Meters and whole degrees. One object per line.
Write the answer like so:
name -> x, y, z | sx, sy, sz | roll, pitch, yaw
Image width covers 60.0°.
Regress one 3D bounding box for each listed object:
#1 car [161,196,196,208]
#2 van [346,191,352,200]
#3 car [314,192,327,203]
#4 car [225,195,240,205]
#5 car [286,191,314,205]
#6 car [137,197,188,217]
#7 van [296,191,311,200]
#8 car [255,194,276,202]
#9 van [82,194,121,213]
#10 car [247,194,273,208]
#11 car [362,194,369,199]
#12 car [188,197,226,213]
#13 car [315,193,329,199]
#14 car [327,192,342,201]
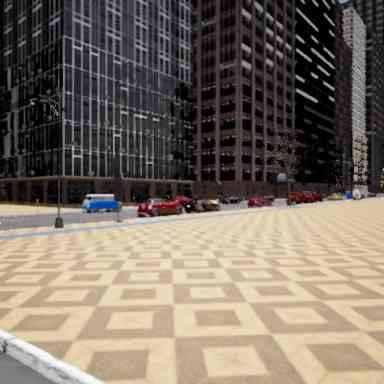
car -> -1.652, 1.253, 42.485 | 1.887, 1.381, 4.507 | 1, 1, 41
van -> 34.406, 0.728, 71.459 | 1.690, 1.788, 3.998 | 1, 1, 41
car -> 19.548, 0.876, 54.223 | 2.192, 1.841, 5.009 | 1, 1, 41
car -> 5.782, 1.186, 51.096 | 1.947, 1.339, 4.313 | 1, 1, 41
car -> 15.833, 0.919, 49.915 | 2.192, 1.841, 5.009 | 1, 1, 41
car -> -2.645, 1.264, 28.294 | 1.967, 1.590, 4.097 | 1, 1, 41
van -> 24.356, 0.744, 72.637 | 1.690, 1.788, 3.998 | 1, 1, 41
car -> 13.212, 1.099, 59.714 | 1.947, 1.339, 4.313 | 1, 1, 41
van -> -9.164, 1.136, 33.938 | 1.690, 1.788, 3.998 | 1, 1, 41
car -> 8.404, 1.274, 41.301 | 1.802, 1.307, 4.206 | 1, 1, 41
car -> 38.119, 0.895, 75.771 | 2.008, 1.369, 4.403 | 1, 1, 41
car -> 1.026, 1.345, 32.641 | 1.947, 1.339, 4.313 | 1, 1, 41
car -> 31.784, 0.882, 81.259 | 1.947, 1.339, 4.313 | 1, 1, 41
car -> 27.087, 0.998, 62.972 | 1.752, 1.417, 4.829 | 1, 1, 41
